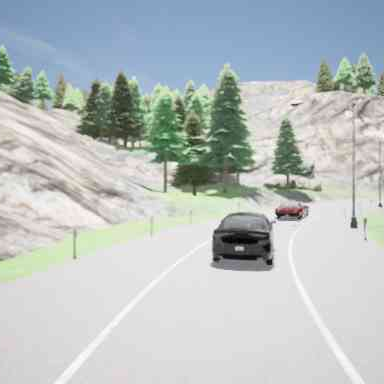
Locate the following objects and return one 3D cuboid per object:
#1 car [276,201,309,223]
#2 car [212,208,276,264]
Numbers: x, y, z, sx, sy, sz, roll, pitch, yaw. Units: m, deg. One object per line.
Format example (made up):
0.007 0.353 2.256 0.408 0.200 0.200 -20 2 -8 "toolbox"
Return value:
8.084 1.401 26.554 1.895 1.301 4.718 0 1 28 "car"
1.971 1.459 11.978 1.882 1.535 5.008 0 0 14 "car"
